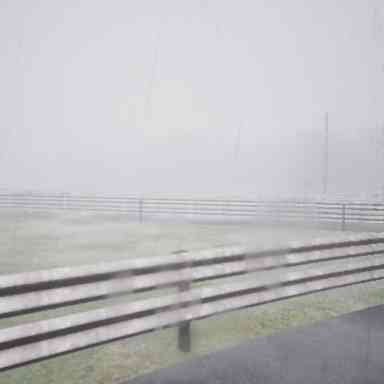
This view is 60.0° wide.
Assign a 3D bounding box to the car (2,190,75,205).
[{"bbox_3d":[-12.652,0.573,27.035,5.357,1.411,2.033,1,2,13],"label":"car"}]

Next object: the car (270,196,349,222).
[{"bbox_3d":[7.711,1.052,22.014,4.902,1.511,2.128,1,2,14],"label":"car"}]

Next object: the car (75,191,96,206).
[{"bbox_3d":[-10.855,0.631,30.155,4.674,1.442,1.812,1,2,14],"label":"car"}]
